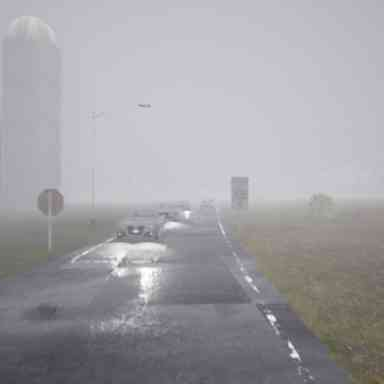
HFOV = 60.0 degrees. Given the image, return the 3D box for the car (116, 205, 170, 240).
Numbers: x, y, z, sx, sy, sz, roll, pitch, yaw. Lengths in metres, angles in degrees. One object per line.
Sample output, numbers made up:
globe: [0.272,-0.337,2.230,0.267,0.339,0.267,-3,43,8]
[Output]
car: [-2.491,1.574,17.010,1.994,1.385,4.181,0,0,2]

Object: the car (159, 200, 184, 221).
car: [-2.025,1.576,27.004,1.994,1.385,4.181,0,0,3]

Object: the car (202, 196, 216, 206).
car: [2.954,1.502,56.713,2.128,1.511,4.902,0,0,4]

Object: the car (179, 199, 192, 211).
car: [-1.072,1.575,41.191,1.994,1.385,4.181,0,0,4]

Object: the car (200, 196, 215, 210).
car: [2.070,1.559,44.038,2.033,1.411,5.357,0,0,5]
